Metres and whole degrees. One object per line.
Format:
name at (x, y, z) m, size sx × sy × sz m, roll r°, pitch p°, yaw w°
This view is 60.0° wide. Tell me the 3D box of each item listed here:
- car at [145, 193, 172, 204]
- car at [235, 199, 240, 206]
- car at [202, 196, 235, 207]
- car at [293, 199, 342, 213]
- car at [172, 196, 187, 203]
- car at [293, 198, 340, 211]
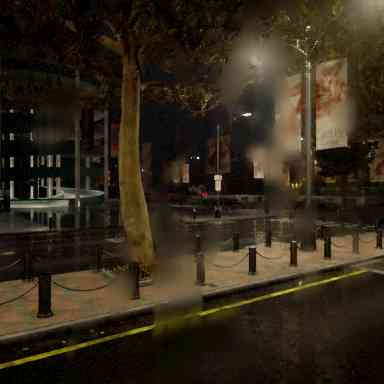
car at (-7.115, 1.222, 66.227) m, size 5.566 × 2.045 × 2.150 m, roll 0°, pitch 0°, yaw 44°
car at (5.930, 1.490, 55.126) m, size 2.128 × 1.511 × 4.902 m, roll 0°, pitch 0°, yaw -35°
car at (3.814, 1.547, 52.083) m, size 2.033 × 1.411 × 5.357 m, roll 0°, pitch 0°, yaw -35°
car at (14.021, 1.547, 37.507) m, size 2.033 × 1.411 × 5.357 m, roll 0°, pitch 0°, yaw -35°
car at (-3.418, 1.547, 67.743) m, size 2.033 × 1.411 × 5.357 m, roll 0°, pitch 0°, yaw -43°
car at (15.451, 1.547, 41.570) m, size 2.033 × 1.411 × 5.357 m, roll 0°, pitch 0°, yaw -35°
